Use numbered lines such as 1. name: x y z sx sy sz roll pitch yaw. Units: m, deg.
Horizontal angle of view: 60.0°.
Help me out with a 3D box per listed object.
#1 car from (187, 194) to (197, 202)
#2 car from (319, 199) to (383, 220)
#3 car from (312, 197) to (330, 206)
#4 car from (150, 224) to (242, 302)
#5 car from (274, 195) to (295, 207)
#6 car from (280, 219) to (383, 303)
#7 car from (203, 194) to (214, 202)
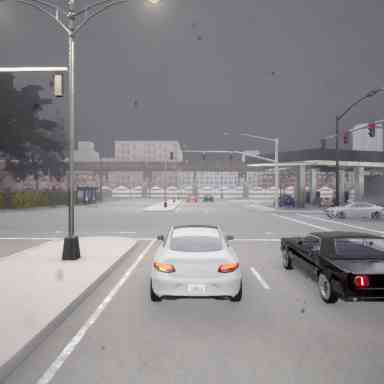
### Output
1. car: 0.026 1.250 72.320 2.097 1.767 4.553 0 0 0
2. car: 13.396 1.520 27.451 4.674 1.442 1.812 0 0 -1
3. car: 18.973 1.434 48.432 1.970 1.475 3.806 0 0 0
4. car: 0.085 1.517 8.133 1.812 1.442 4.674 0 0 0
5. car: 13.229 1.262 47.671 2.242 1.667 4.611 0 0 0
6. car: 3.590 1.599 8.116 1.895 1.301 4.718 0 0 0
7. car: 3.526 1.257 72.319 2.097 1.767 4.553 0 0 0
